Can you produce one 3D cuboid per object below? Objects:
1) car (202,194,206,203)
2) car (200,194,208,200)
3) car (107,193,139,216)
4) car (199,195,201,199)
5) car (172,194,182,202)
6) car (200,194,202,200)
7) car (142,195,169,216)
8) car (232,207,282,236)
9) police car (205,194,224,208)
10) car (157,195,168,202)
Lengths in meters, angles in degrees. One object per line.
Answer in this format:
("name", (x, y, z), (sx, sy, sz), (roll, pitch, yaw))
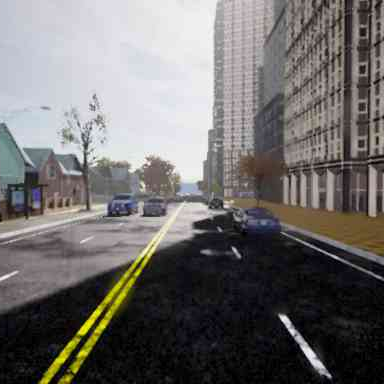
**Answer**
("car", (3.259, 1.415, 56.222), (2.163, 1.488, 4.792), (0, 0, 0))
("car", (3.265, 1.339, 89.204), (2.033, 1.649, 4.856), (0, 0, 0))
("car", (-6.591, 1.161, 32.285), (2.150, 2.045, 5.566), (0, 0, 0))
("car", (3.263, 1.336, 78.200), (2.033, 1.649, 4.856), (0, 0, 0))
("car", (-3.237, 1.201, 72.287), (2.097, 1.767, 4.553), (0, 0, 0))
("car", (3.261, 1.469, 67.196), (1.994, 1.385, 4.181), (0, 0, 0))
("car", (-3.338, 1.291, 31.232), (2.097, 1.767, 4.553), (0, 0, 0))
("car", (3.352, 1.506, 18.016), (2.033, 1.411, 5.357), (0, 0, 0))
("police car", (3.258, 1.347, 45.298), (1.930, 1.638, 5.238), (0, 0, 0))
("car", (-6.488, 1.453, 74.077), (1.994, 1.385, 4.181), (0, 0, 0))
